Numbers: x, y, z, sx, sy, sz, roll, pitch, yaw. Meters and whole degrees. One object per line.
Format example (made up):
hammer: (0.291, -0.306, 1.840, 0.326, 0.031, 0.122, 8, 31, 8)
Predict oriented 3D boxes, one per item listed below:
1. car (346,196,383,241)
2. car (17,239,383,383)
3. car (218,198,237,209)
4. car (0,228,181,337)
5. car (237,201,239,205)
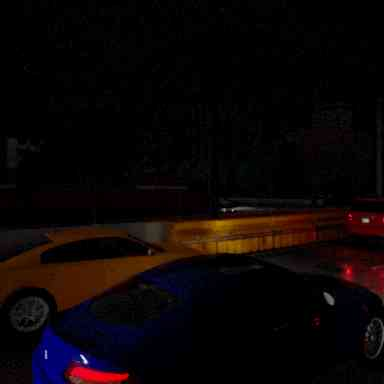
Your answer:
car: (9.086, 1.215, 14.488, 5.566, 2.045, 2.150, 0, 0, -32)
car: (0.594, 1.524, 4.159, 4.674, 1.442, 1.812, 0, 0, -35)
car: (3.784, 1.512, 46.587, 1.812, 1.442, 4.674, 0, 0, -33)
car: (-1.869, 1.477, 6.703, 5.008, 1.535, 1.882, 0, 0, -35)
car: (5.070, 1.586, 51.025, 1.895, 1.301, 4.718, 0, 0, -33)
